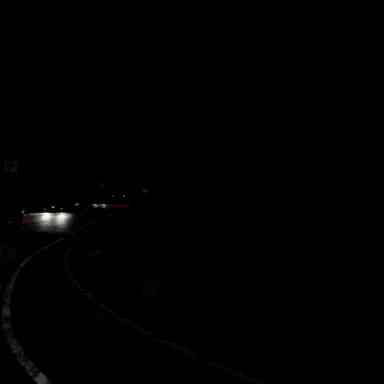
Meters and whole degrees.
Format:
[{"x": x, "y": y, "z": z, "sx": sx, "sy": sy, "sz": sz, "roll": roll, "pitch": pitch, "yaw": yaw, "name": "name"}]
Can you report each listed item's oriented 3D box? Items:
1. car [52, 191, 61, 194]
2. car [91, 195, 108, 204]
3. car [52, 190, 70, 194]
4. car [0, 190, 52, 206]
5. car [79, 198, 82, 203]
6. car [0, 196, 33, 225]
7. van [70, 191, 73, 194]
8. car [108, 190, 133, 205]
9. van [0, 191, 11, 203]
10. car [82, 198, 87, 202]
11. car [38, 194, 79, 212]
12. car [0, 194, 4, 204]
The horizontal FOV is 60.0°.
[{"x": -19.266, "y": 0.934, "z": 40.857, "sx": 5.008, "sy": 1.535, "sz": 2.097, "roll": 0, "pitch": 0, "yaw": -6, "name": "car"}, {"x": -14.039, "y": 1.149, "z": 51.965, "sx": 2.033, "sy": 1.411, "sz": 5.357, "roll": 0, "pitch": -1, "yaw": -5, "name": "car"}, {"x": -19.579, "y": 0.704, "z": 43.760, "sx": 5.566, "sy": 2.045, "sz": 2.435, "roll": 0, "pitch": -1, "yaw": -6, "name": "car"}, {"x": -18.990, "y": 0.787, "z": 37.834, "sx": 4.553, "sy": 1.767, "sz": 2.185, "roll": 0, "pitch": 0, "yaw": -6, "name": "car"}, {"x": -20.465, "y": 0.958, "z": 52.944, "sx": 4.553, "sy": 1.767, "sz": 2.185, "roll": 0, "pitch": -1, "yaw": -5, "name": "car"}, {"x": -11.096, "y": 1.216, "z": 18.538, "sx": 2.128, "sy": 1.511, "sz": 4.902, "roll": 0, "pitch": 1, "yaw": -5, "name": "car"}, {"x": -20.261, "y": 0.809, "z": 49.914, "sx": 4.442, "sy": 1.987, "sz": 1.878, "roll": 0, "pitch": -1, "yaw": -5, "name": "van"}, {"x": -10.513, "y": 0.788, "z": 49.179, "sx": 2.150, "sy": 2.045, "sz": 5.566, "roll": 0, "pitch": -1, "yaw": -5, "name": "car"}, {"x": -32.869, "y": 0.904, "z": 55.345, "sx": 4.442, "sy": 1.987, "sz": 1.878, "roll": 0, "pitch": -1, "yaw": -5, "name": "van"}, {"x": -20.527, "y": 1.140, "z": 55.866, "sx": 5.366, "sy": 1.575, "sz": 1.946, "roll": 0, "pitch": -1, "yaw": -5, "name": "car"}, {"x": -12.195, "y": 1.111, "z": 30.724, "sx": 1.994, "sy": 1.385, "sz": 4.181, "roll": 0, "pitch": 1, "yaw": -5, "name": "car"}, {"x": -32.905, "y": 1.070, "z": 52.531, "sx": 5.366, "sy": 1.575, "sz": 1.946, "roll": 0, "pitch": -1, "yaw": -5, "name": "car"}]
